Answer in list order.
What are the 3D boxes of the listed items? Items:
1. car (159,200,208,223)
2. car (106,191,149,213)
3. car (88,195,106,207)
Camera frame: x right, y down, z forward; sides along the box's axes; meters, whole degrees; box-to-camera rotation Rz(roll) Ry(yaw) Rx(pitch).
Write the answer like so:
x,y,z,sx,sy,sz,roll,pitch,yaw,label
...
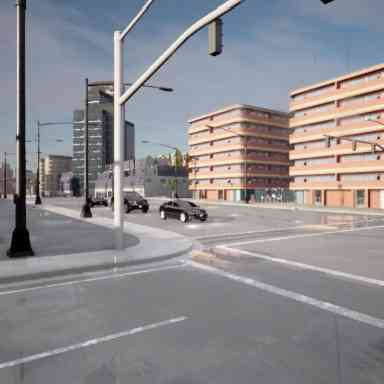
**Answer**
x,y,z,sx,sy,sz,roll,pitch,yaw,label
-0.719,1.373,24.830,1.837,1.490,4.892,0,1,-34,car
-6.281,0.945,32.984,2.150,2.045,5.566,0,1,-34,car
-11.945,1.111,41.288,1.994,1.385,4.181,0,1,-34,car
